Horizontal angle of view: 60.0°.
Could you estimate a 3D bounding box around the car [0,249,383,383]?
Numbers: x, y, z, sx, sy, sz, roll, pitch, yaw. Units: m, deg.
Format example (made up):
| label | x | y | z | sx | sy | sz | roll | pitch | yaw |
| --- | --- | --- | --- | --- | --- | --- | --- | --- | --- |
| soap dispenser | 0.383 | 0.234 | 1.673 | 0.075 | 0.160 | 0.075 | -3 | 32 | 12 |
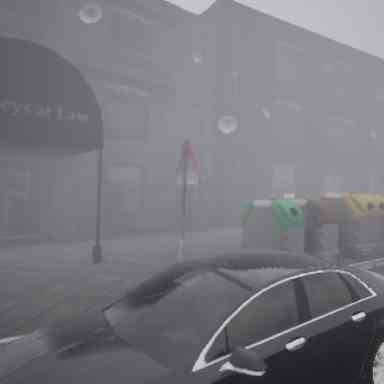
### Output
| label | x | y | z | sx | sy | sz | roll | pitch | yaw |
| --- | --- | --- | --- | --- | --- | --- | --- | --- | --- |
| car | 0.425 | 1.475 | 3.538 | 4.892 | 1.490 | 1.837 | 0 | 0 | -34 |
